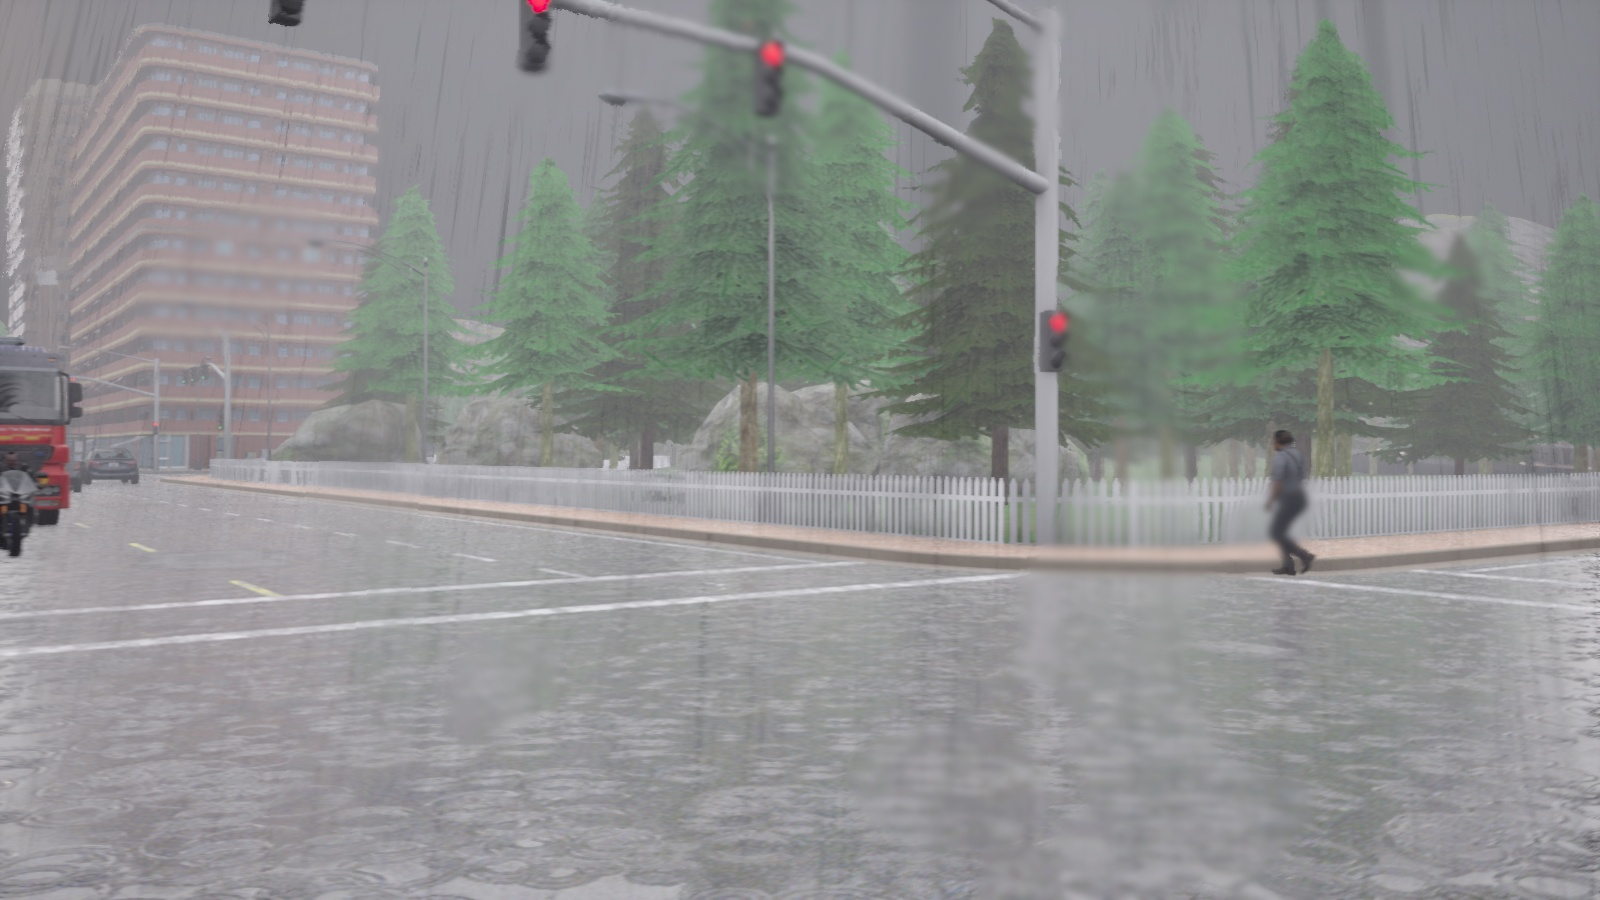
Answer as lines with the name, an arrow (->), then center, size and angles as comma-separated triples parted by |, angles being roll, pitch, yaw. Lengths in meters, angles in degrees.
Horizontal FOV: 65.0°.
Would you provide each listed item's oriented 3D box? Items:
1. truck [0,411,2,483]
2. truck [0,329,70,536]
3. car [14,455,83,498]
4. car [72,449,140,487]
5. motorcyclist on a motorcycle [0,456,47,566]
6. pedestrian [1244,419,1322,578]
truck -> -46.890, -0.172, 65.731 | 8.468, 3.827, 2.891 | 0, 0, -37
truck -> -17.583, -0.320, 26.478 | 2.891, 3.827, 8.468 | 0, 0, -36
car -> -27.457, 0.929, 45.850 | 1.845, 1.501, 3.633 | 0, 0, -36
car -> -32.244, 0.800, 58.286 | 2.242, 1.667, 4.611 | 0, 0, -36
motorcyclist on a motorcycle -> -11.689, 0.850, 18.447 | 0.866, 1.530, 2.191 | 0, 0, -36
pedestrian -> 5.783, 0.567, 15.047 | 0.540, 1.848, 0.694 | 0, 0, -43
